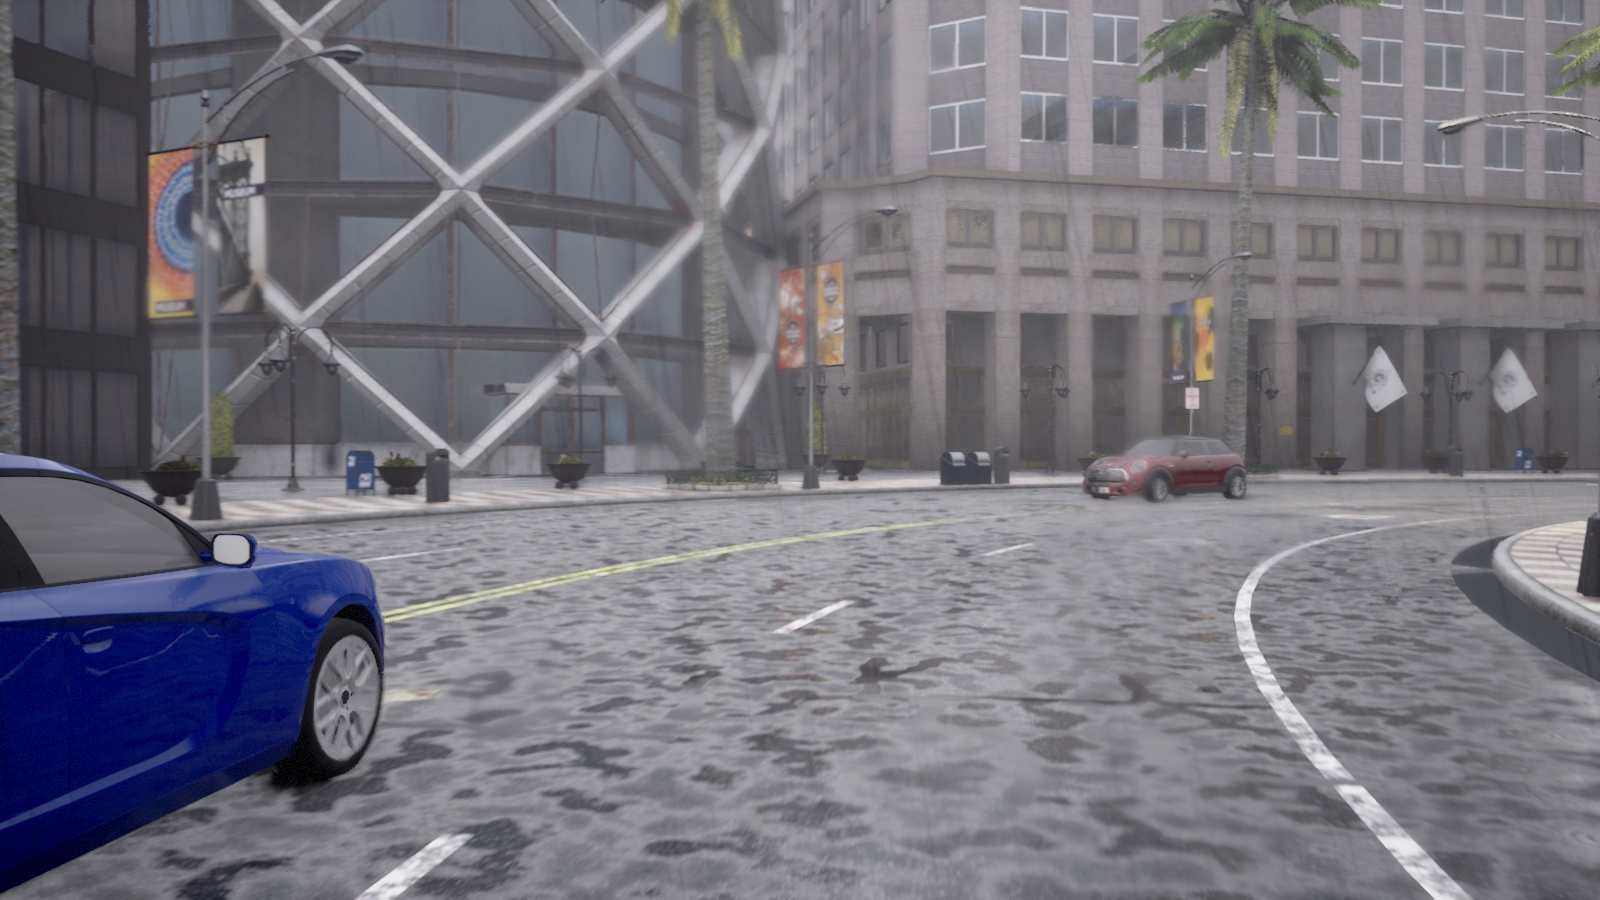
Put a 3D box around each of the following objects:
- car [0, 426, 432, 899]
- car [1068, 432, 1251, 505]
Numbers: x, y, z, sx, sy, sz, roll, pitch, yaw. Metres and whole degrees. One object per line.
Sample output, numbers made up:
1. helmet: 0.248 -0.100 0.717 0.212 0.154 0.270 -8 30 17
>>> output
1. car: -3.112 0.695 4.116 1.882 1.535 5.008 0 0 6
2. car: 9.384 0.437 32.664 4.553 1.767 2.097 0 0 -33
